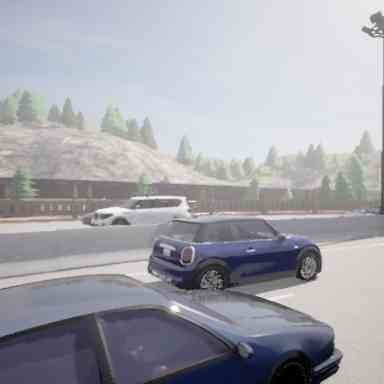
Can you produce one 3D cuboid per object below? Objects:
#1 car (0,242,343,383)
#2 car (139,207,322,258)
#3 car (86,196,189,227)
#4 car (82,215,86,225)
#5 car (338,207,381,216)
[{"bbox_3d":[-0.924,1.547,3.006,5.357,1.411,2.033,0,0,-34],"label":"car"},{"bbox_3d":[1.236,1.373,8.522,4.553,1.767,2.097,0,0,-32],"label":"car"},{"bbox_3d":[-2.680,1.250,18.662,5.566,2.045,2.150,0,0,-31],"label":"car"},{"bbox_3d":[-4.684,1.551,21.485,4.674,1.442,1.812,0,0,-31],"label":"car"},{"bbox_3d":[11.518,1.682,21.820,4.181,1.385,1.994,0,0,-22],"label":"car"}]
